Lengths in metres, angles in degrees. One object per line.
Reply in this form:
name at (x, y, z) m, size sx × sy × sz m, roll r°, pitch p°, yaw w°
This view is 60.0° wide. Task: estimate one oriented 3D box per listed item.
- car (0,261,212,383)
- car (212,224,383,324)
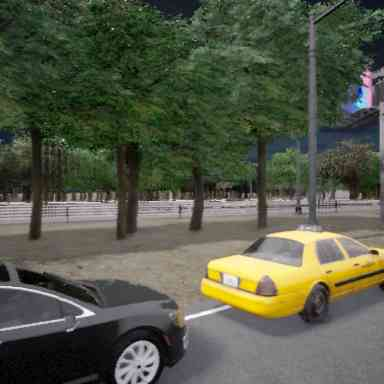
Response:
car at (-2.300, 1.512, 3.507) m, size 4.892 × 1.490 × 1.837 m, roll 0°, pitch 0°, yaw -36°
car at (2.709, 1.476, 7.164) m, size 5.366 × 1.575 × 1.801 m, roll 0°, pitch 0°, yaw -37°
